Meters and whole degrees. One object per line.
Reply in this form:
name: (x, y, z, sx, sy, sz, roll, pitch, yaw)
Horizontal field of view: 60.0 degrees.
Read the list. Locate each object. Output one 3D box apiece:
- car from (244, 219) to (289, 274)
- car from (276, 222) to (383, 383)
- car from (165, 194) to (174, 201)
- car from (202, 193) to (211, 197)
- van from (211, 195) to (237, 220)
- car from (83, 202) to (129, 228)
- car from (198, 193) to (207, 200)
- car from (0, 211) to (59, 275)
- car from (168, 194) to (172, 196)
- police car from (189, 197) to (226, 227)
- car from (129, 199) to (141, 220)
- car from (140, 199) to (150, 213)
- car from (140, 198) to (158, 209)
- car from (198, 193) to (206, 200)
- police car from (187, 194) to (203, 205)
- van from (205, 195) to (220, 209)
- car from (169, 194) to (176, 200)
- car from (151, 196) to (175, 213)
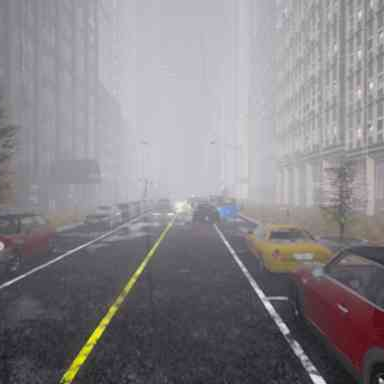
car: (2.688, 1.513, 10.324, 1.752, 1.417, 4.829, -1, 0, 0)
car: (2.684, 1.435, 4.471, 1.967, 1.590, 4.097, -1, 0, 0)
car: (-5.656, 1.339, 84.045, 1.967, 1.590, 4.097, -1, 0, 0)
car: (2.700, 1.269, 38.572, 2.192, 1.841, 5.009, -1, 0, 0)
van: (2.695, 1.309, 27.205, 1.690, 1.788, 3.998, -1, 0, 0)
car: (-5.687, 1.526, 21.526, 2.008, 1.369, 4.403, -1, 0, 0)
car: (2.726, 1.207, 89.725, 2.192, 1.841, 5.009, -1, 0, 0)
car: (-5.693, 1.428, 10.159, 1.967, 1.590, 4.097, -1, 0, 0)
car: (-5.664, 1.471, 66.995, 2.008, 1.369, 4.403, -1, 0, 0)
police car: (0.911, 1.398, 22.662, 1.930, 1.638, 5.238, 0, 0, 0)
car: (-5.684, 1.534, 27.209, 1.947, 1.339, 4.313, -1, 0, 0)
car: (-5.681, 1.506, 32.893, 1.887, 1.381, 4.507, -1, 0, 0)
car: (-5.675, 1.530, 44.260, 1.802, 1.307, 4.206, -1, 0, 0)
car: (2.729, 1.199, 95.409, 2.192, 1.841, 5.009, -1, 0, 0)
police car: (0.787, 1.379, 38.686, 1.930, 1.638, 5.238, 0, 0, 2)
van: (2.703, 1.289, 44.256, 1.690, 1.788, 3.998, -1, 0, 0)
car: (-5.650, 1.410, 95.243, 1.752, 1.417, 4.829, -1, 0, 0)
car: (-3.074, 1.461, 37.038, 1.837, 1.490, 4.892, 0, 0, 0)
